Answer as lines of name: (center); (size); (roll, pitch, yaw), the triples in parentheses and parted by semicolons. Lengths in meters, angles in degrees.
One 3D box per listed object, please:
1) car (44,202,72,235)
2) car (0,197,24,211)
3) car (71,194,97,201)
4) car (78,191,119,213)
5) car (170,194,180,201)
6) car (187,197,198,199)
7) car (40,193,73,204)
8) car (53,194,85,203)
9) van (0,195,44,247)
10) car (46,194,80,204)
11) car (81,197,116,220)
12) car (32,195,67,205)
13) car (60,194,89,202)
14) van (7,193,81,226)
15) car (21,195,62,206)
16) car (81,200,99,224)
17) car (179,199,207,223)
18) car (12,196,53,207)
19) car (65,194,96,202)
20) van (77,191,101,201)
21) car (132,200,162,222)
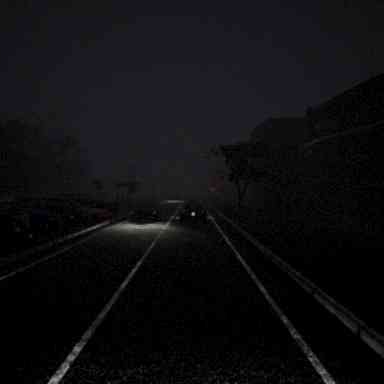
car: (-8.977, 1.448, 16.484); (5.008, 1.535, 2.097); (0, 0, 0)
car: (-22.079, 1.332, 37.902); (4.792, 1.488, 2.163); (0, 0, 0)
car: (-22.202, 1.133, 68.431); (4.792, 1.488, 2.163); (0, 0, 0)
car: (-8.978, 1.120, 27.695); (5.566, 2.045, 2.435); (0, 0, 0)
car: (-3.320, 1.048, 66.015); (1.994, 1.385, 4.181); (0, 0, 1)
car: (0.075, 1.314, 41.895); (1.812, 1.442, 4.674); (0, 0, 0)
car: (-22.175, 1.065, 54.553); (4.553, 1.767, 2.185); (0, 0, 0)
car: (-22.149, 1.156, 60.105); (4.892, 1.521, 2.231); (0, 0, 0)
van: (-8.860, 1.241, 13.676); (4.442, 1.987, 1.878); (0, 0, 0)
car: (-22.155, 1.173, 57.330); (5.008, 1.535, 2.097); (0, 0, 0)
car: (-8.815, 1.388, 24.894); (5.366, 1.575, 1.946); (0, 0, 0)
car: (-22.135, 1.249, 51.779); (4.674, 1.452, 2.002); (0, 0, 0)
car: (-22.190, 1.167, 62.880); (4.792, 1.488, 2.163); (0, 0, 0)
van: (-9.105, 1.203, 19.285); (4.442, 1.987, 1.878); (0, 0, 0)
car: (-22.127, 1.227, 49.004); (5.008, 1.535, 2.097); (0, 0, 0)
car: (-8.997, 1.450, 22.091); (4.674, 1.452, 2.002); (0, 0, 0)
car: (0.081, 1.466, 24.743); (1.994, 1.385, 4.181); (0, 0, 0)
car: (-22.122, 1.286, 46.227); (4.674, 1.452, 2.002); (0, 0, 0)
car: (-21.981, 1.118, 65.654); (5.366, 1.575, 1.946); (0, 0, 0)
van: (-22.062, 0.861, 71.204); (4.442, 1.987, 1.878); (0, 0, 0)
car: (-3.368, 1.375, 25.527); (1.882, 1.535, 5.008); (0, 0, 0)
